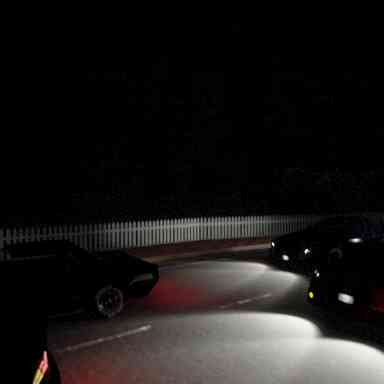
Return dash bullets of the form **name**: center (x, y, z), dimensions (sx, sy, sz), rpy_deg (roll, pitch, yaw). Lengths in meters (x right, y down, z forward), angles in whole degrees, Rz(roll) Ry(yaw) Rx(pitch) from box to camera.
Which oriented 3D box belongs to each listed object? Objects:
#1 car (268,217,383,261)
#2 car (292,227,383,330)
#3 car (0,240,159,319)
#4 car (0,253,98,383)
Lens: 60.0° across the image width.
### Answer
- **car**: center (5.130, 1.540, 10.952), dimensions (5.357, 1.411, 2.033), rpy_deg (0, 0, -26)
- **car**: center (4.238, 1.559, 6.432), dimensions (4.181, 1.385, 1.994), rpy_deg (0, 0, -30)
- **car**: center (-3.071, 1.601, 5.871), dimensions (4.718, 1.301, 1.895), rpy_deg (0, 0, -34)
- **car**: center (-3.229, 1.493, 1.564), dimensions (4.902, 1.511, 2.128), rpy_deg (0, 0, -35)
